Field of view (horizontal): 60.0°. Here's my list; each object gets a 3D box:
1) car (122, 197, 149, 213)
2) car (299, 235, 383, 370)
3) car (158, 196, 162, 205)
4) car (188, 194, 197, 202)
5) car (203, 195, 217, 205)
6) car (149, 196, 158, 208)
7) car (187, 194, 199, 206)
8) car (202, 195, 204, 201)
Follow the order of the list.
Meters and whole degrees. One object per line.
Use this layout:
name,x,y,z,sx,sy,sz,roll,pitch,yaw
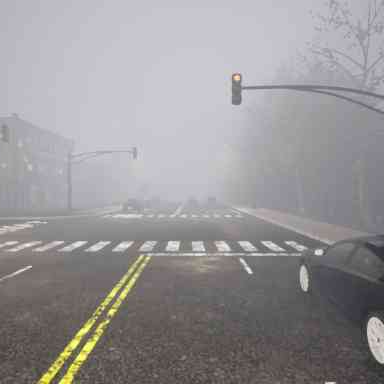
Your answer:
car,-6.571,1.481,37.630,2.128,1.511,4.902,0,0,0
car,3.345,1.477,5.677,1.882,1.535,5.008,0,0,1
car,-6.542,1.457,59.160,1.882,1.535,5.008,0,0,0
car,0.043,1.324,79.136,2.097,1.767,4.553,0,0,0
car,3.381,1.485,57.881,1.837,1.490,4.892,0,0,0
car,-6.562,1.476,48.036,2.128,1.511,4.902,0,0,0
car,0.126,1.530,52.861,2.033,1.411,5.357,0,0,0
car,3.291,1.494,79.192,2.128,1.511,4.902,0,0,0
